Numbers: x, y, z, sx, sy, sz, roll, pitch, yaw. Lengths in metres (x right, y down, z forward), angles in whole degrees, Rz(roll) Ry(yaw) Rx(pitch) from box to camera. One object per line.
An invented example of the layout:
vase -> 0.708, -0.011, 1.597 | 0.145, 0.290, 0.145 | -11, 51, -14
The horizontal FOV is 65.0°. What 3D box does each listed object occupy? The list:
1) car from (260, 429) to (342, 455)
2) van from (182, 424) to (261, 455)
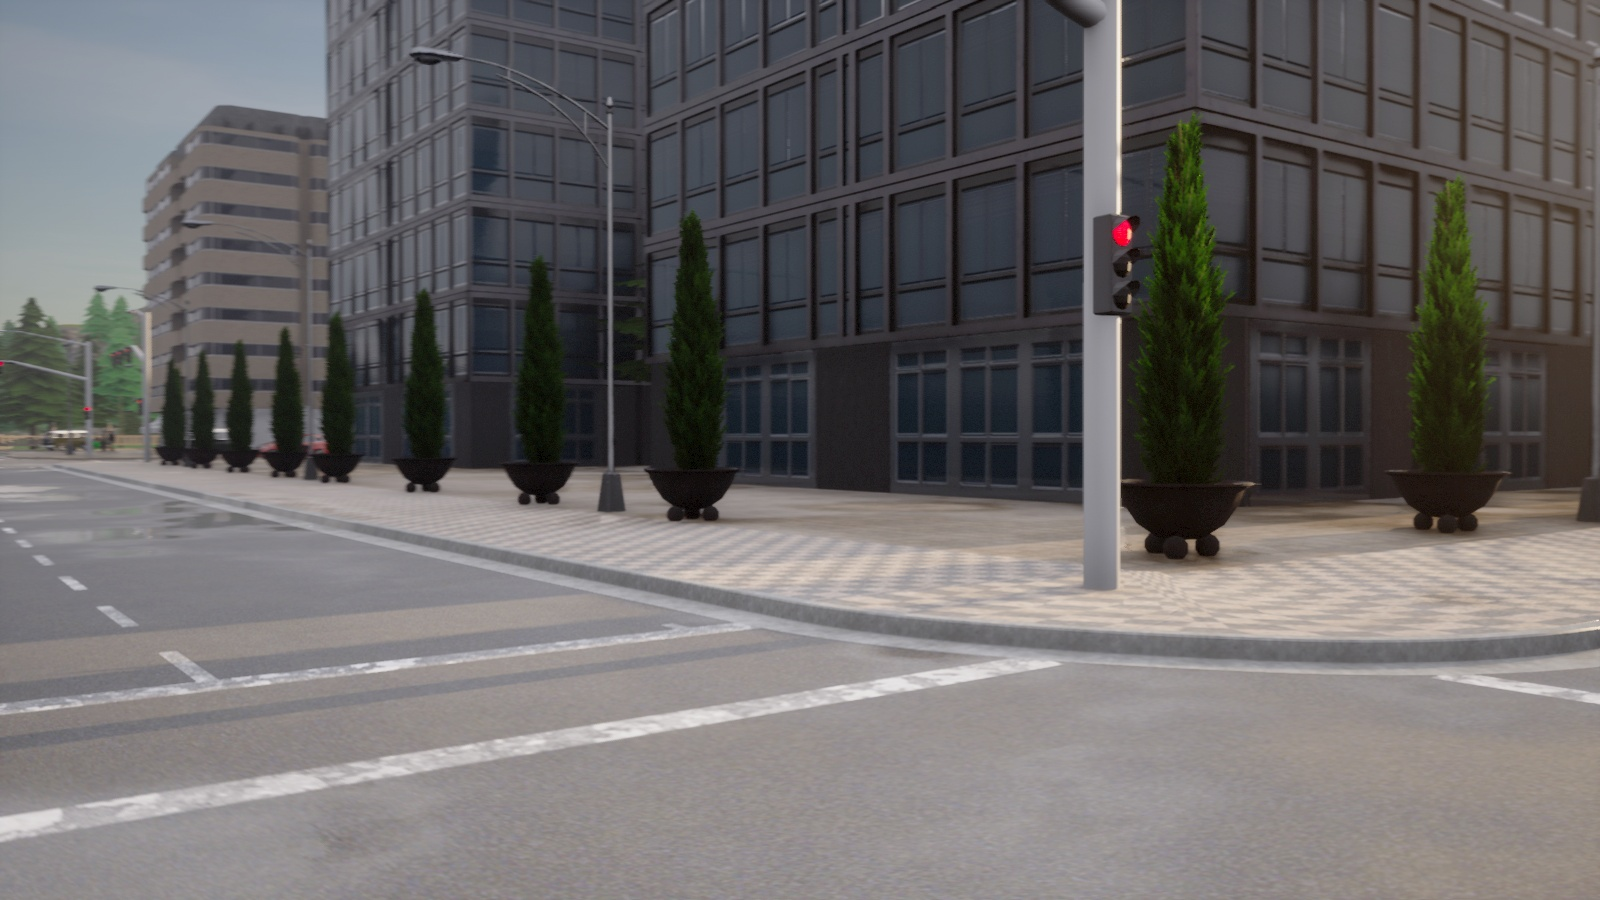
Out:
car -> -32.966, -0.561, 82.949 | 4.611, 1.667, 2.242 | 0, 1, -35
van -> -38.391, -0.713, 83.390 | 4.480, 2.038, 2.069 | 0, 1, -35
